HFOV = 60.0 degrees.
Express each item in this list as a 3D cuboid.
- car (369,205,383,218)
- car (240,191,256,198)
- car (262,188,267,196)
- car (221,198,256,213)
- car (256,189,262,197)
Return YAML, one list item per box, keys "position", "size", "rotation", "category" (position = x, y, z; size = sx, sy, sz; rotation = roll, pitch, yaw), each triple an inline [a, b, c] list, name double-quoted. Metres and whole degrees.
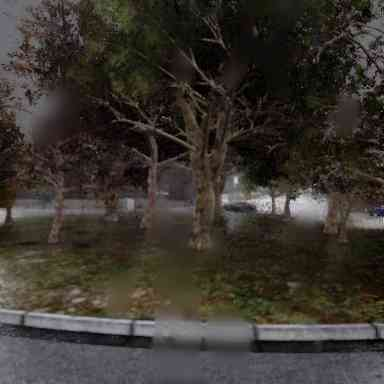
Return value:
- position: [20.602, 1.788, 33.967]
  size: [2.097, 1.767, 4.553]
  rotation: [1, 0, -32]
  category: "car"
- position: [12.304, 0.777, 75.060]
  size: [1.946, 1.575, 5.366]
  rotation: [0, 3, 25]
  category: "car"
- position: [16.957, 0.235, 85.066]
  size: [1.946, 1.575, 5.366]
  rotation: [0, 3, 25]
  category: "car"
- position: [5.621, 1.881, 41.463]
  size: [4.674, 1.442, 1.812]
  rotation: [0, -1, 16]
  category: "car"
- position: [14.635, 0.505, 80.060]
  size: [1.946, 1.575, 5.366]
  rotation: [0, 3, 25]
  category: "car"
